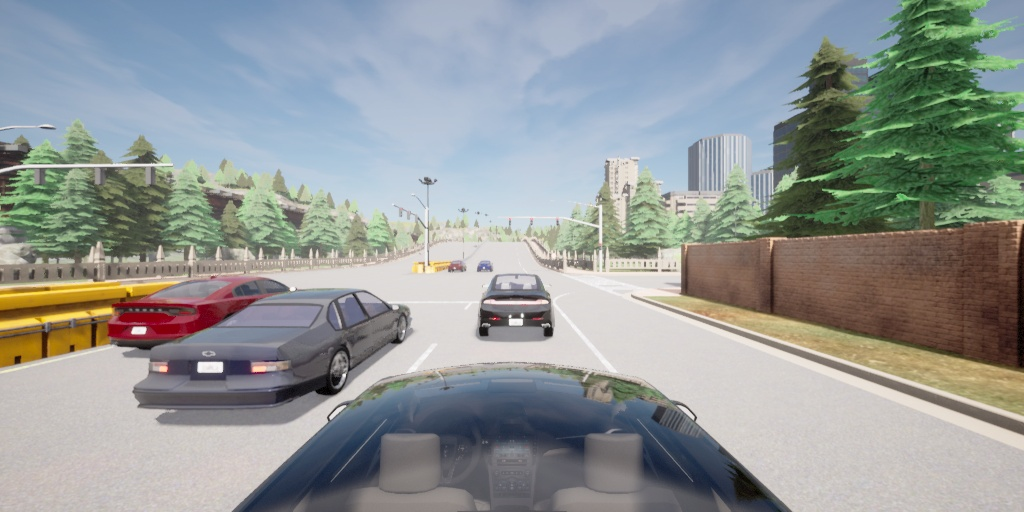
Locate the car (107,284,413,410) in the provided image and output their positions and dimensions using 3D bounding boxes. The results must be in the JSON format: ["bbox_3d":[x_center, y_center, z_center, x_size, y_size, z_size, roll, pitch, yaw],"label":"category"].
[{"bbox_3d":[-3.398,1.297,6.544,2.033,1.411,5.357,0,0,0],"label":"car"}]

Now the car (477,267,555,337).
[{"bbox_3d":[0.130,1.241,10.290,2.128,1.511,4.902,0,0,1],"label":"car"}]

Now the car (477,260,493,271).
[{"bbox_3d":[-3.391,1.274,45.740,1.812,1.442,4.674,0,0,0],"label":"car"}]

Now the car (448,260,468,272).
[{"bbox_3d":[-6.887,1.274,45.341,1.812,1.442,4.674,0,0,0],"label":"car"}]

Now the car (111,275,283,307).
[{"bbox_3d":[-6.898,1.227,9.108,1.882,1.535,5.008,0,0,0],"label":"car"}]
